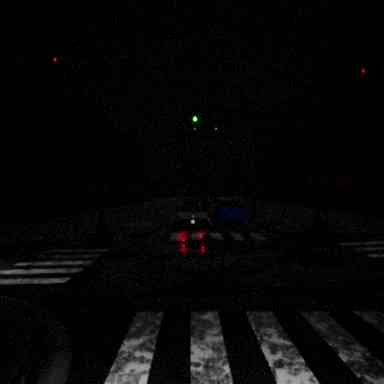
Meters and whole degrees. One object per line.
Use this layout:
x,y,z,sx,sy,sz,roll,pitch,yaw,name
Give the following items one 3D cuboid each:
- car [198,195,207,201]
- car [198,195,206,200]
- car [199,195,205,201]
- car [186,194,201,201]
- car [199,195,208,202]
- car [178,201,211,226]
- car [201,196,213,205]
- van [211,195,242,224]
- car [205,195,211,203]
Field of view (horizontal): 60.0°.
2.457,1.373,77.965,2.008,1.369,4.403,-1,0,0,car
2.445,1.365,83.372,1.887,1.381,4.507,-1,0,0,car
2.516,1.407,50.932,2.008,1.369,4.403,-1,0,0,car
-0.012,1.419,51.340,1.994,1.385,4.181,0,0,0,car
2.469,1.392,72.559,1.947,1.339,4.313,-1,0,0,car
0.051,1.524,22.567,1.895,1.301,4.718,0,0,0,car
2.504,1.391,56.339,1.887,1.381,4.507,-1,0,0,car
2.572,1.260,23.900,1.690,1.788,3.998,-1,0,0,van
2.559,1.219,29.306,2.192,1.841,5.009,-1,0,0,car
